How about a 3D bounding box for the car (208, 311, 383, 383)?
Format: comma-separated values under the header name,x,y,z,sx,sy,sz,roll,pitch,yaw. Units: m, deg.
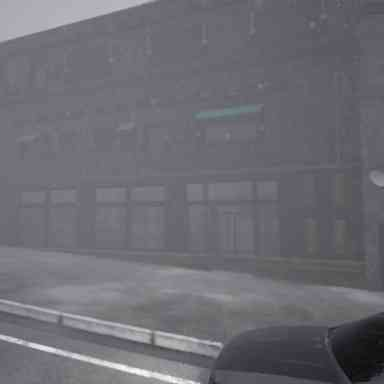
name,x,y,z,sx,sy,sz,roll,pitch,yaw
car,2.548,1.833,2.892,4.892,1.490,1.837,2,-3,16
